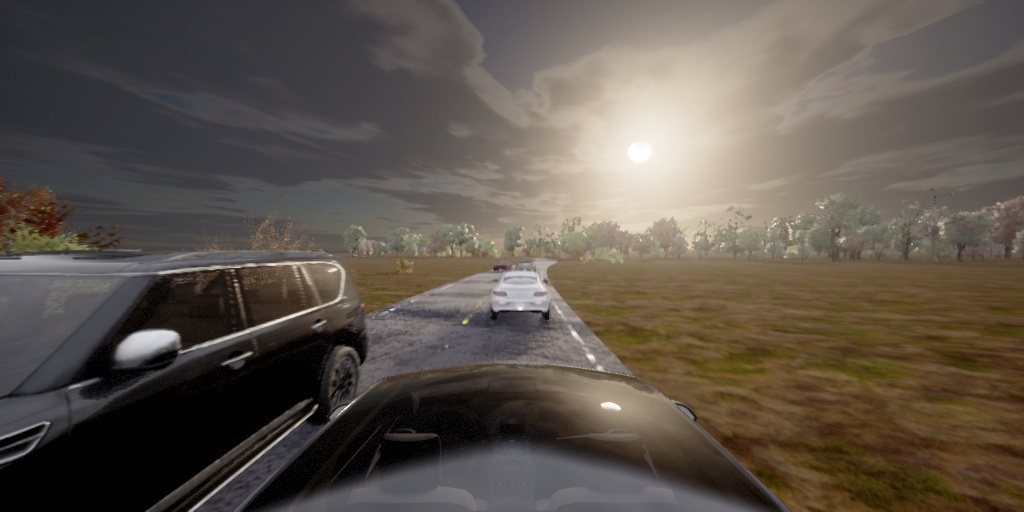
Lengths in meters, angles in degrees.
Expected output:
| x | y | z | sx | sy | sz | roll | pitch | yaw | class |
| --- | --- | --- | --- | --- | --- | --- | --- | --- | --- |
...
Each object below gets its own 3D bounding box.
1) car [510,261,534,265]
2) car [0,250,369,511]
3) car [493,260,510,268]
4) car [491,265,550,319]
| x | y | z | sx | sy | sz | roll | pitch | yaw | class |
| --- | --- | --- | --- | --- | --- | --- | --- | --- | --- |
| 1.218 | 1.160 | 31.269 | 2.033 | 1.411 | 5.357 | 0 | 0 | 4 | car |
| -3.075 | 0.963 | 2.777 | 2.150 | 2.045 | 5.566 | 0 | 0 | 0 | car |
| -1.079 | 1.159 | 41.965 | 1.895 | 1.301 | 4.718 | 0 | 0 | 6 | car |
| 0.296 | 1.226 | 12.491 | 1.812 | 1.442 | 4.674 | 0 | 0 | 2 | car |
